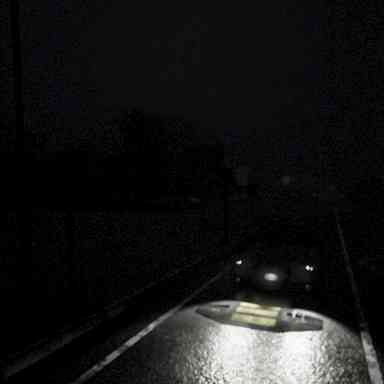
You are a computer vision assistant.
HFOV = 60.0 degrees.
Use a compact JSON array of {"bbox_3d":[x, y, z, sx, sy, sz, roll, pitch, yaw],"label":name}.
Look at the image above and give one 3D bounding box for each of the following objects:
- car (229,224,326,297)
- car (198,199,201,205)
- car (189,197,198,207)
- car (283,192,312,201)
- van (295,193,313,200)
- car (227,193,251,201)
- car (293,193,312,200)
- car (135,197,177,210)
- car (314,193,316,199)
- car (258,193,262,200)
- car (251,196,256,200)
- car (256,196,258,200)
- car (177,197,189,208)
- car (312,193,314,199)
[{"bbox_3d":[2.373,1.546,8.608,1.994,1.385,4.181,0,0,22],"label":"car"},{"bbox_3d":[-0.962,1.409,49.186,4.674,1.452,2.002,0,0,23],"label":"car"},{"bbox_3d":[-2.183,1.375,46.284,5.008,1.535,2.097,0,0,23],"label":"car"},{"bbox_3d":[23.159,1.310,72.975,4.892,1.521,2.231,0,0,23],"label":"car"},{"bbox_3d":[29.735,1.167,88.453,4.442,1.987,1.878,0,0,23],"label":"van"},{"bbox_3d":[10.025,1.316,75.467,5.008,1.535,2.097,0,0,23],"label":"car"},{"bbox_3d":[28.579,1.246,85.896,4.553,1.767,2.185,0,0,23],"label":"car"},{"bbox_3d":[-4.701,1.428,40.238,4.674,1.452,2.002,0,0,23],"label":"car"},{"bbox_3d":[27.446,1.103,83.335,5.566,2.045,2.435,0,0,23],"label":"car"},{"bbox_3d":[15.413,1.239,88.307,4.553,1.767,2.185,0,0,23],"label":"car"},{"bbox_3d":[12.161,1.325,80.609,5.008,1.535,2.097,0,0,23],"label":"car"},{"bbox_3d":[13.238,1.375,83.180,4.674,1.452,2.002,0,0,23],"label":"car"},{"bbox_3d":[-3.435,1.383,43.259,4.892,1.521,2.231,0,0,23],"label":"car"},{"bbox_3d":[24.207,1.063,75.573,5.566,2.045,2.435,0,0,23],"label":"car"}]
